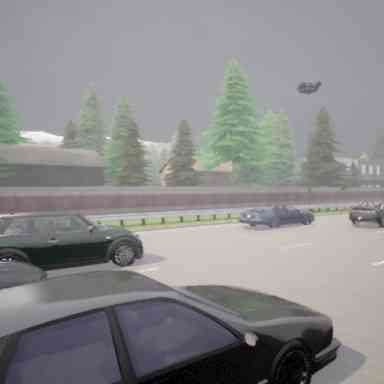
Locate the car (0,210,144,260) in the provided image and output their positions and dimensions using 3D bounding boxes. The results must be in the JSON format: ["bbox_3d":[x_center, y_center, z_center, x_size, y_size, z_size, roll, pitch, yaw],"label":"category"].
[{"bbox_3d":[-3.708,1.329,9.700,4.553,1.767,2.097,-1,0,-36],"label":"car"}]

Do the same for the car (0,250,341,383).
[{"bbox_3d":[-0.839,1.538,3.149,5.357,1.411,2.033,-1,0,-36],"label":"car"}]

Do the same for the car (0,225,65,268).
[{"bbox_3d":[-4.645,1.515,4.730,4.892,1.490,1.837,-1,1,-36],"label":"car"}]

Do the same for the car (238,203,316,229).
[{"bbox_3d":[5.288,1.406,20.421,5.357,1.411,2.033,-1,0,-36],"label":"car"}]

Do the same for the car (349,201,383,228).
[{"bbox_3d":[11.732,1.303,20.721,4.902,1.511,2.128,-1,0,-36],"label":"car"}]
